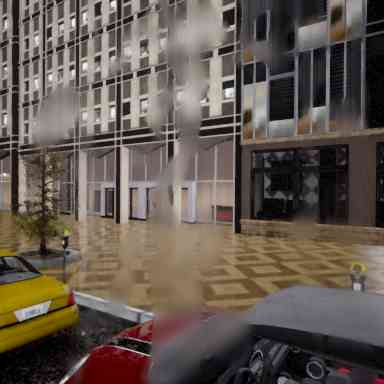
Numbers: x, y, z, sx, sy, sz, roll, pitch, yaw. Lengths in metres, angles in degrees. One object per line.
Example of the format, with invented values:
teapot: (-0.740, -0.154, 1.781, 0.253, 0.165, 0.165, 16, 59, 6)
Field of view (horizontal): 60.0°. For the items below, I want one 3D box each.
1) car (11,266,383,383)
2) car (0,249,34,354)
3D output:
car: (0.810, 1.440, 2.287, 4.097, 1.590, 1.967, 0, 1, 36)
car: (-3.955, 1.524, 5.687, 4.829, 1.417, 1.752, 0, 1, 36)
